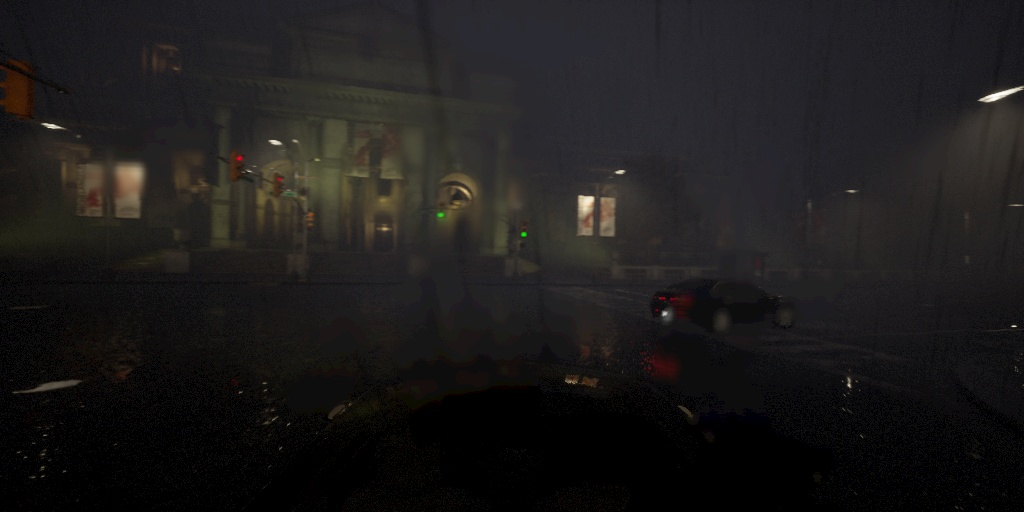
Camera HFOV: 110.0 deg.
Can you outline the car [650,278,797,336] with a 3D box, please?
[{"bbox_3d":[6.549,1.431,11.033,4.892,1.490,1.837,1,-3,-23],"label":"car"}]
